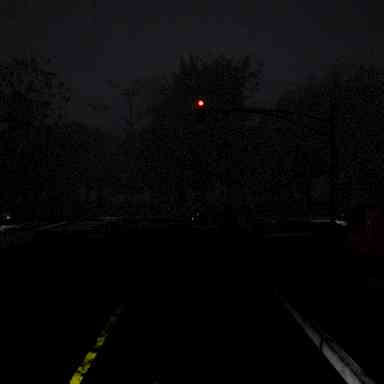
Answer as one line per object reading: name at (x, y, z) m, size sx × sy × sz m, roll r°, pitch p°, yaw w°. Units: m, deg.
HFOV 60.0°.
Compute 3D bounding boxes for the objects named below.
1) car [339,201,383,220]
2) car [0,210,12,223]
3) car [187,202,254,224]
car at (13.940, 1.621, 26.377) m, size 4.181 × 1.385 × 1.994 m, roll 0°, pitch 0°, yaw -1°
car at (-14.901, 1.472, 22.823) m, size 4.674 × 1.442 × 1.812 m, roll 0°, pitch 0°, yaw 0°
car at (2.039, 1.613, 24.707) m, size 4.718 × 1.301 × 1.895 m, roll 0°, pitch 0°, yaw -24°
